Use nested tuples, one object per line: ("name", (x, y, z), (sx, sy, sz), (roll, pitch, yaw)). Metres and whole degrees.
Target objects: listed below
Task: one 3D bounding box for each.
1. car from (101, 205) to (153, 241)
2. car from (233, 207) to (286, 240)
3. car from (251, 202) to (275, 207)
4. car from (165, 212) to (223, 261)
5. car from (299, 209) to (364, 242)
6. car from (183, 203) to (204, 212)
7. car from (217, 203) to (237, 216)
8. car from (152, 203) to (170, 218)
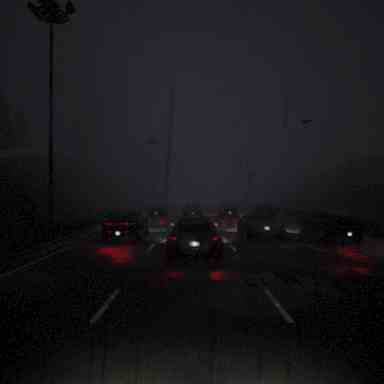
("car", (-3.402, 1.659, 17.650), (1.837, 1.490, 4.892), (0, -1, 0))
("car", (3.598, 1.722, 17.929), (1.994, 1.385, 4.181), (0, -1, 0))
("car", (7.111, 1.794, 33.030), (1.837, 1.490, 4.892), (0, 0, 0))
("car", (0.091, 1.677, 12.801), (1.994, 1.385, 4.181), (0, 0, 0))
("car", (7.097, 1.658, 17.371), (1.837, 1.490, 4.892), (0, 0, 0))
("car", (0.111, 1.779, 32.905), (2.128, 1.511, 4.902), (0, -1, 0))
("car", (3.603, 1.823, 33.930), (1.812, 1.442, 4.674), (0, -1, 0))
("car", (-3.397, 1.822, 33.930), (1.812, 1.442, 4.674), (0, -1, 0))
